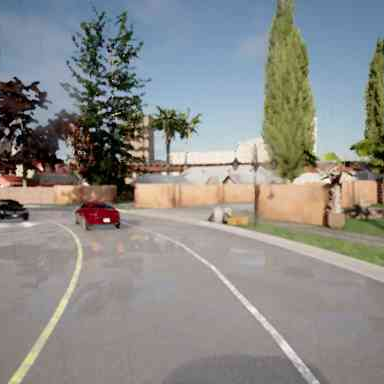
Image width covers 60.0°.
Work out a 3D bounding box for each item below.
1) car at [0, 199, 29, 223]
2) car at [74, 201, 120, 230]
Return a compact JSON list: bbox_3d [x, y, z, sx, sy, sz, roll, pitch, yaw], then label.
[{"bbox_3d":[-12.530,1.206,22.502,1.812,1.442,4.674,-1,1,-41],"label":"car"},{"bbox_3d":[-5.344,1.220,18.565,1.812,1.442,4.674,0,1,-28],"label":"car"}]
